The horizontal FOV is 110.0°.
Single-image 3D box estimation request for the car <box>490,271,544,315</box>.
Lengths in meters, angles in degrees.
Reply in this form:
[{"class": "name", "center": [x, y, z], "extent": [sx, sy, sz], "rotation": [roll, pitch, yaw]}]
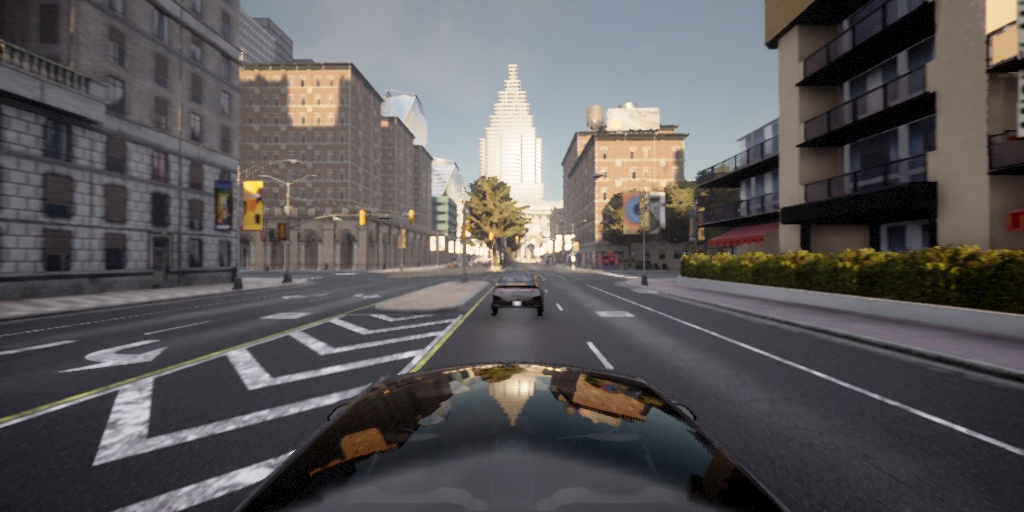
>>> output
[{"class": "car", "center": [0.234, 1.344, 14.036], "extent": [2.128, 1.511, 4.902], "rotation": [0, 0, 2]}]
